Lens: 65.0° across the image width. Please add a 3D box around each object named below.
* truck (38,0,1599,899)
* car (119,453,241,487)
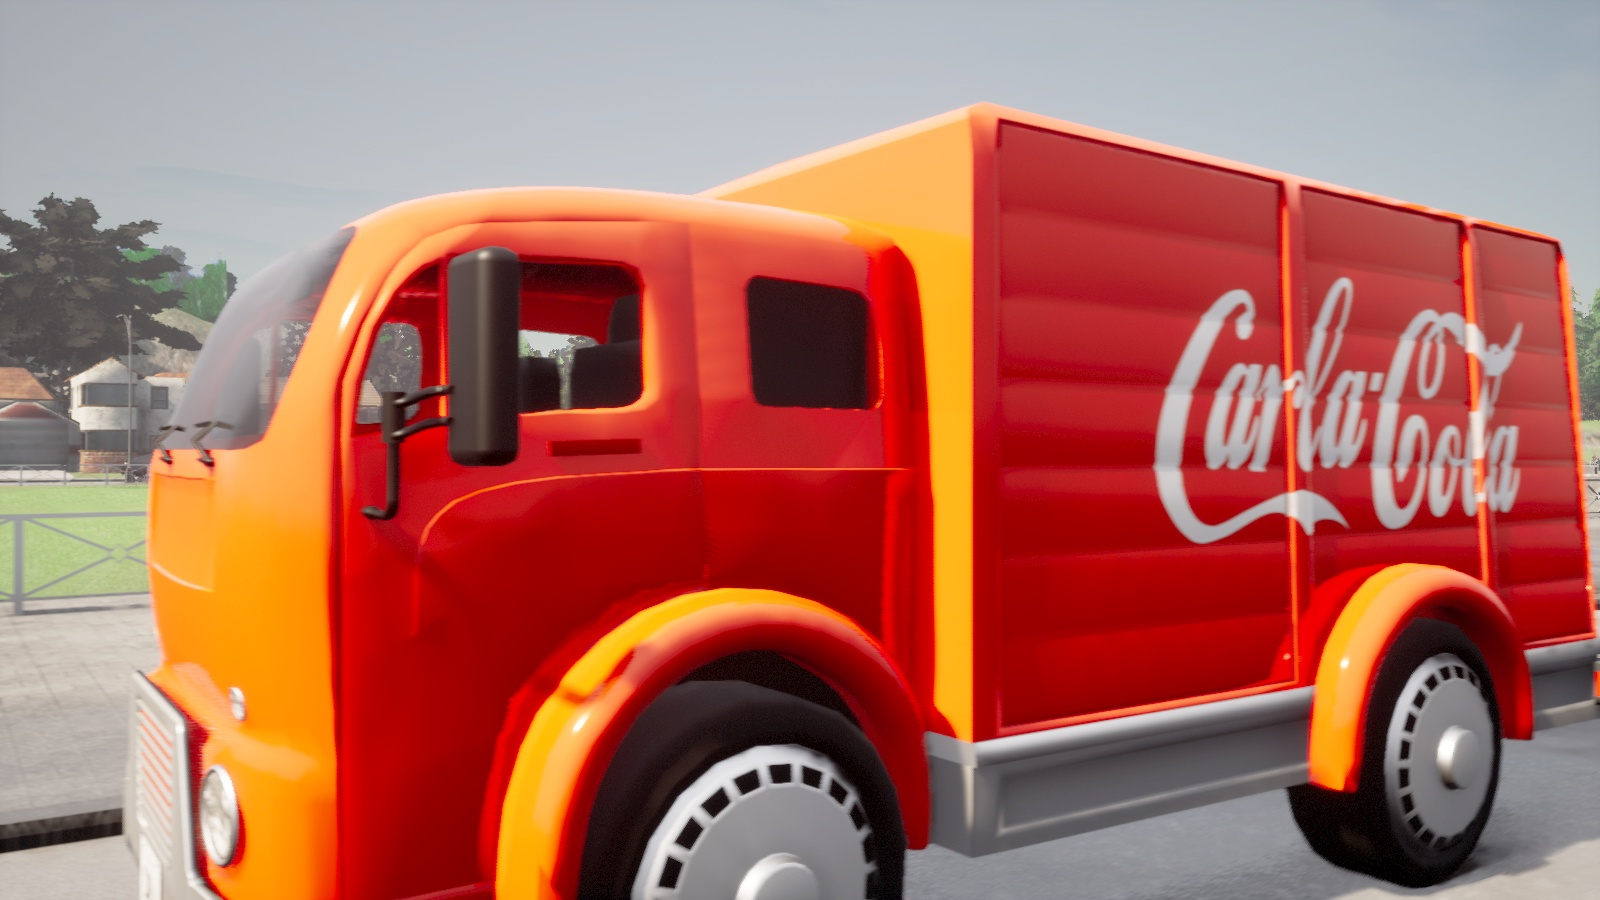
[{"bbox_3d":[0.383,0.268,4.536,5.204,2.467,2.627,0,0,-35],"label":"truck"},{"bbox_3d":[-29.160,0.908,59.143,4.902,1.511,2.128,0,0,-35],"label":"car"}]
